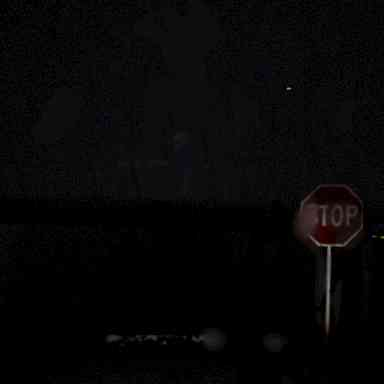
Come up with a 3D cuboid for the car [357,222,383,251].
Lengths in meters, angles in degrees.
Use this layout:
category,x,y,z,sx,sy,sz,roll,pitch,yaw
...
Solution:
category,x,y,z,sx,sy,sz,roll,pitch,yaw
car,9.273,1.893,13.715,4.674,1.442,1.812,2,2,-4
